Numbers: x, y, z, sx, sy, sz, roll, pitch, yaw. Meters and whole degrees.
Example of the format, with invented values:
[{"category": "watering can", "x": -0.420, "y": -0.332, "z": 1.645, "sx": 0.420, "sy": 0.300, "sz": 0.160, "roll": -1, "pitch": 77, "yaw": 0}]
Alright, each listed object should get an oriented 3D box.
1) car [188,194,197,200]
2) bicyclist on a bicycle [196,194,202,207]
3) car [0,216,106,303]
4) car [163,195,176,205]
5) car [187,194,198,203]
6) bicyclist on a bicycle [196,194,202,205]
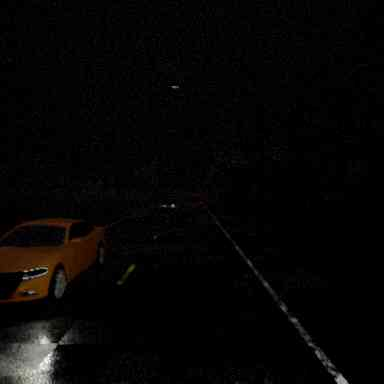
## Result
[{"category": "car", "x": 0.065, "y": 1.074, "z": 75.379, "sx": 2.033, "sy": 1.411, "sz": 5.357, "roll": 0, "pitch": 0, "yaw": 0}, {"category": "bicyclist on a bicycle", "x": 0.985, "y": 1.184, "z": 40.587, "sx": 0.866, "sy": 1.612, "sz": 1.509, "roll": 0, "pitch": 0, "yaw": 0}, {"category": "car", "x": -3.593, "y": 1.424, "z": 8.353, "sx": 1.882, "sy": 1.535, "sz": 5.008, "roll": 0, "pitch": 0, "yaw": 0}, {"category": "car", "x": -3.520, "y": 1.223, "z": 52.331, "sx": 2.033, "sy": 1.411, "sz": 5.357, "roll": 0, "pitch": 0, "yaw": 0}, {"category": "car", "x": 0.076, "y": 1.163, "z": 58.541, "sx": 1.812, "sy": 1.442, "sz": 4.674, "roll": 0, "pitch": 1, "yaw": 0}, {"category": "bicyclist on a bicycle", "x": 0.997, "y": 1.127, "z": 49.798, "sx": 0.866, "sy": 1.612, "sz": 1.509, "roll": 0, "pitch": 0, "yaw": 0}]
